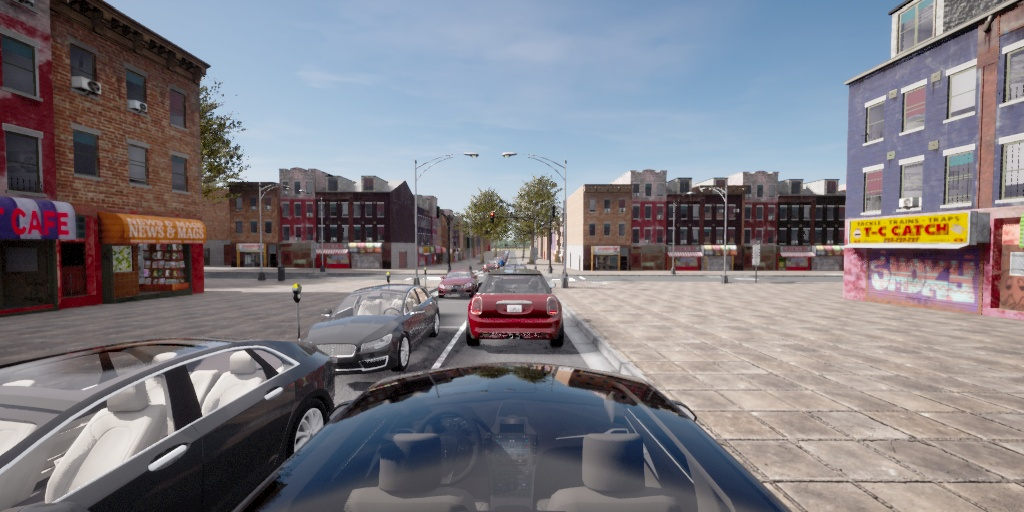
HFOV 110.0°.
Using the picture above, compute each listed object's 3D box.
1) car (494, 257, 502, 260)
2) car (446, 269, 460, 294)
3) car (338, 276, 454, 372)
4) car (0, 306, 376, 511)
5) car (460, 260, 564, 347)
[{"bbox_3d":[-2.568,1.233,45.127,1.967,1.591,4.097,0,0,0],"label":"car"},{"bbox_3d":[-2.613,1.332,18.351,1.802,1.307,4.207,0,0,0],"label":"car"},{"bbox_3d":[-2.631,1.298,7.457,2.007,1.370,4.403,0,0,0],"label":"car"},{"bbox_3d":[-2.640,1.300,2.009,2.007,1.370,4.403,0,0,0],"label":"car"},{"bbox_3d":[0.110,1.099,9.501,2.097,1.767,4.553,0,0,2],"label":"car"}]
